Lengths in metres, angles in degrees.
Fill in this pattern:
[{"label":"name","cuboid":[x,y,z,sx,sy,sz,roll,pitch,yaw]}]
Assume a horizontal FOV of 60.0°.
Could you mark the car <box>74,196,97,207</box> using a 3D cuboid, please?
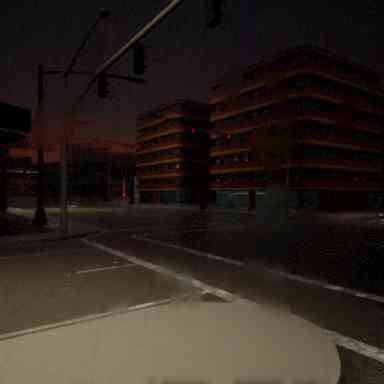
[{"label":"car","cuboid":[-16.102,1.596,50.936,1.994,1.385,4.181,0,0,-36]}]
